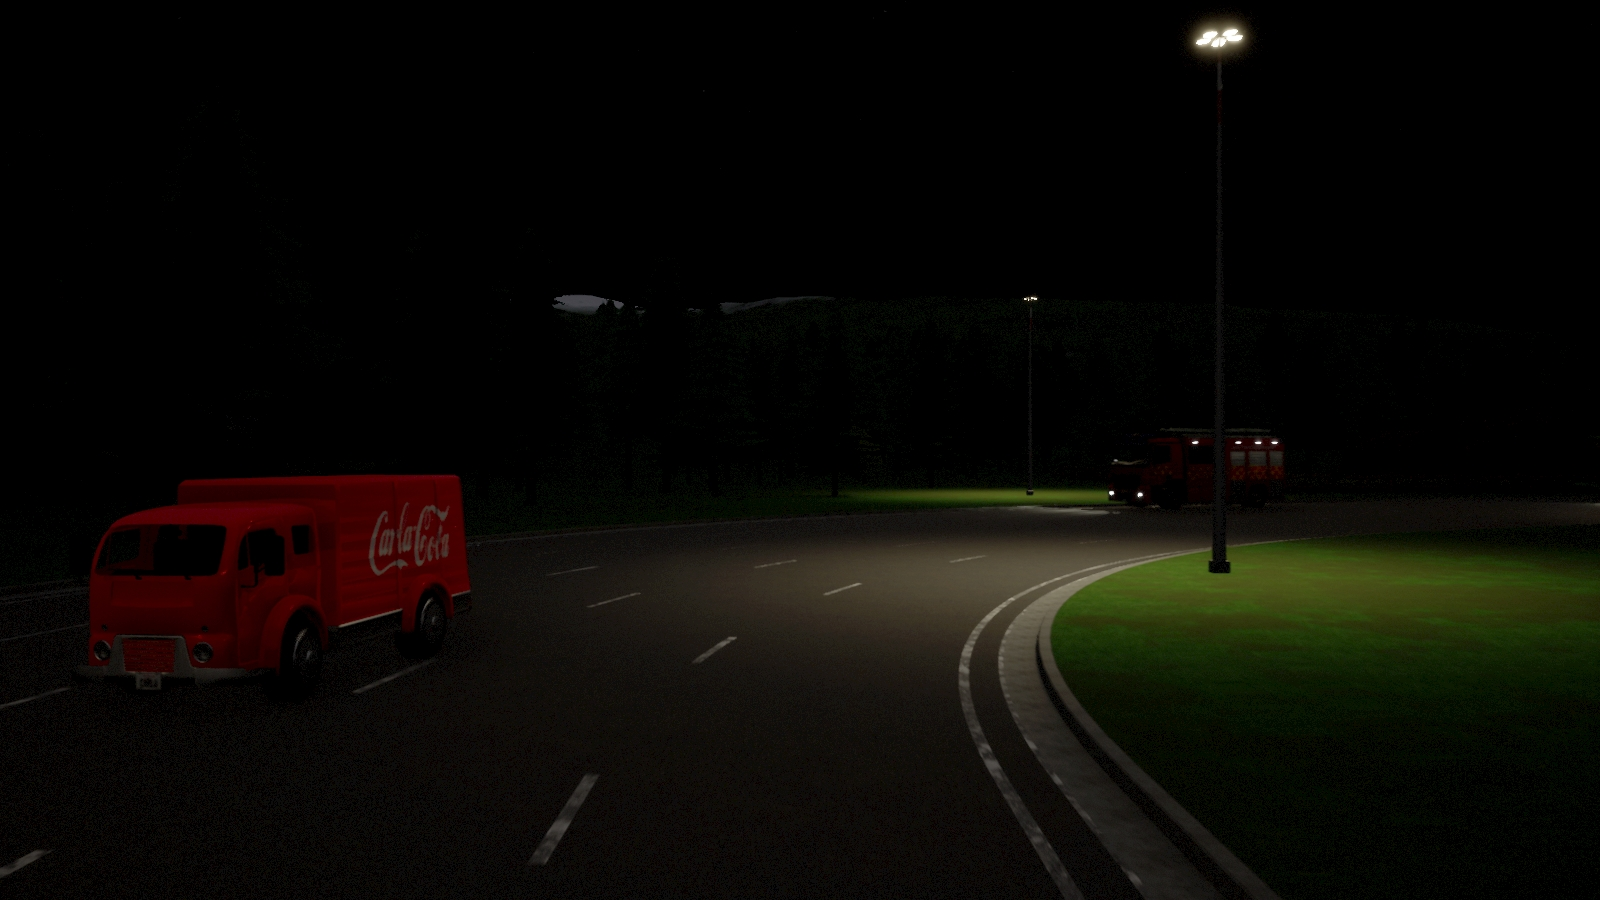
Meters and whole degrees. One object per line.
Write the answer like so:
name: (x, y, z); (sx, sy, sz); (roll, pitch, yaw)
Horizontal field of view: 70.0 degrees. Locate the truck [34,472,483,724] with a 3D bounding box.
truck: (-6.344, 1.568, 14.375); (2.627, 2.467, 5.204); (-1, 0, 9)
